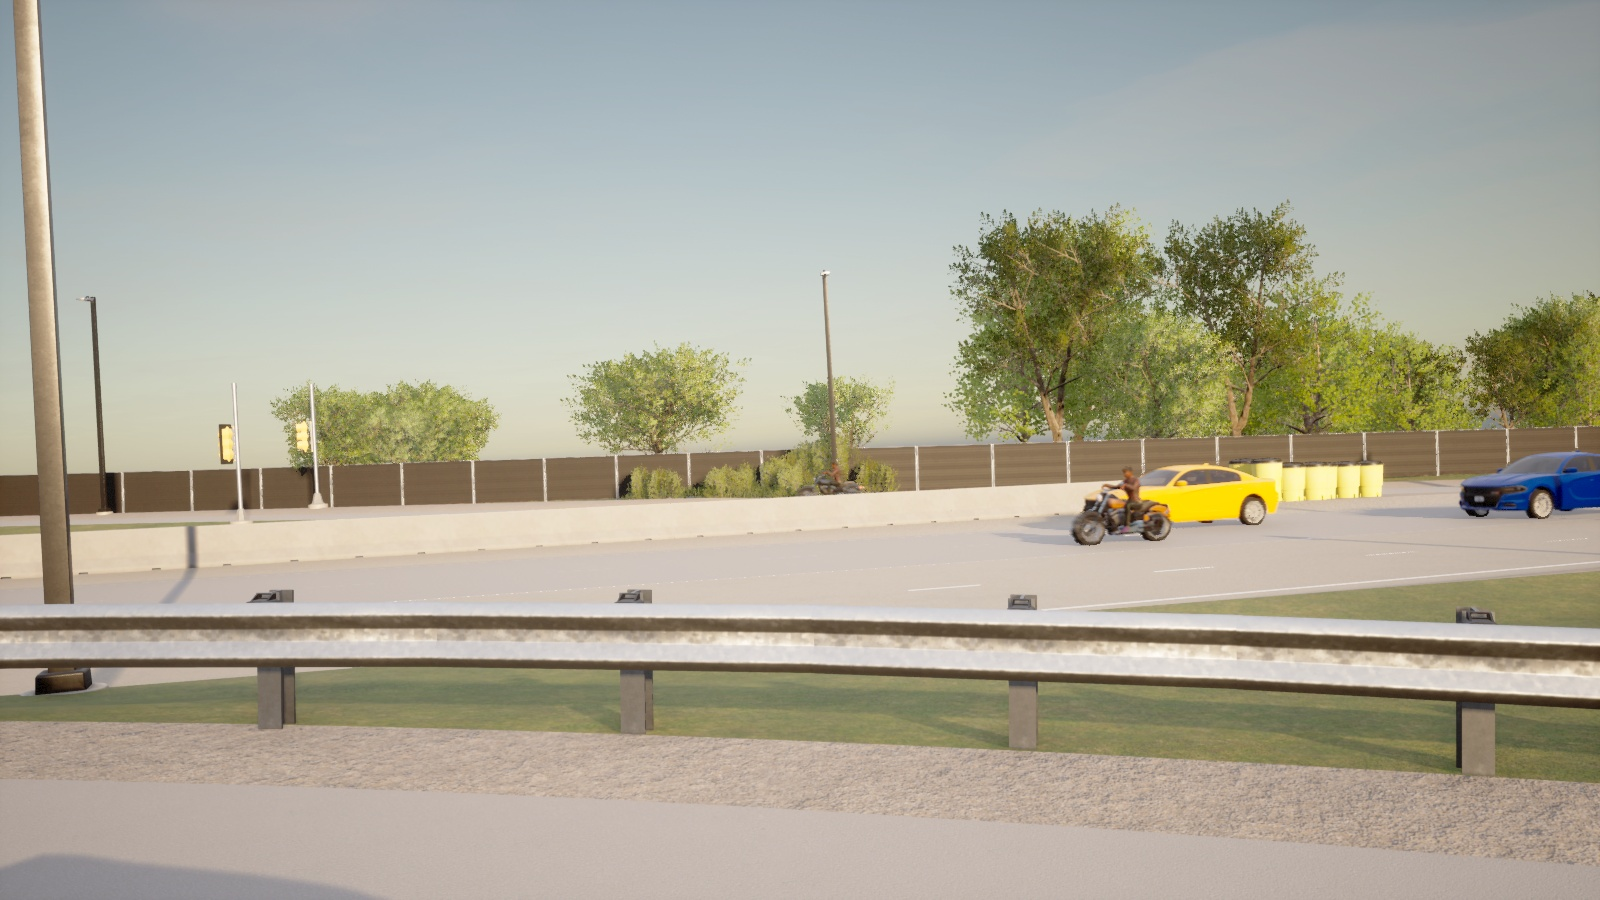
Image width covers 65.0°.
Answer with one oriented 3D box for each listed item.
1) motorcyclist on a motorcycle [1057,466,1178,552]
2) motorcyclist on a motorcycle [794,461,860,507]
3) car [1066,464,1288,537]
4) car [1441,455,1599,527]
[{"bbox_3d":[6.508,1.183,25.703,2.350,1.649,0.766,-2,-1,-21],"label":"motorcyclist on a motorcycle"},{"bbox_3d":[1.005,1.243,46.138,2.350,1.649,0.766,-1,0,4],"label":"motorcyclist on a motorcycle"},{"bbox_3d":[9.157,1.188,30.495,5.008,1.535,1.882,-1,-1,-21],"label":"car"},{"bbox_3d":[18.130,0.941,30.245,5.008,1.535,1.882,-1,-1,-21],"label":"car"}]
